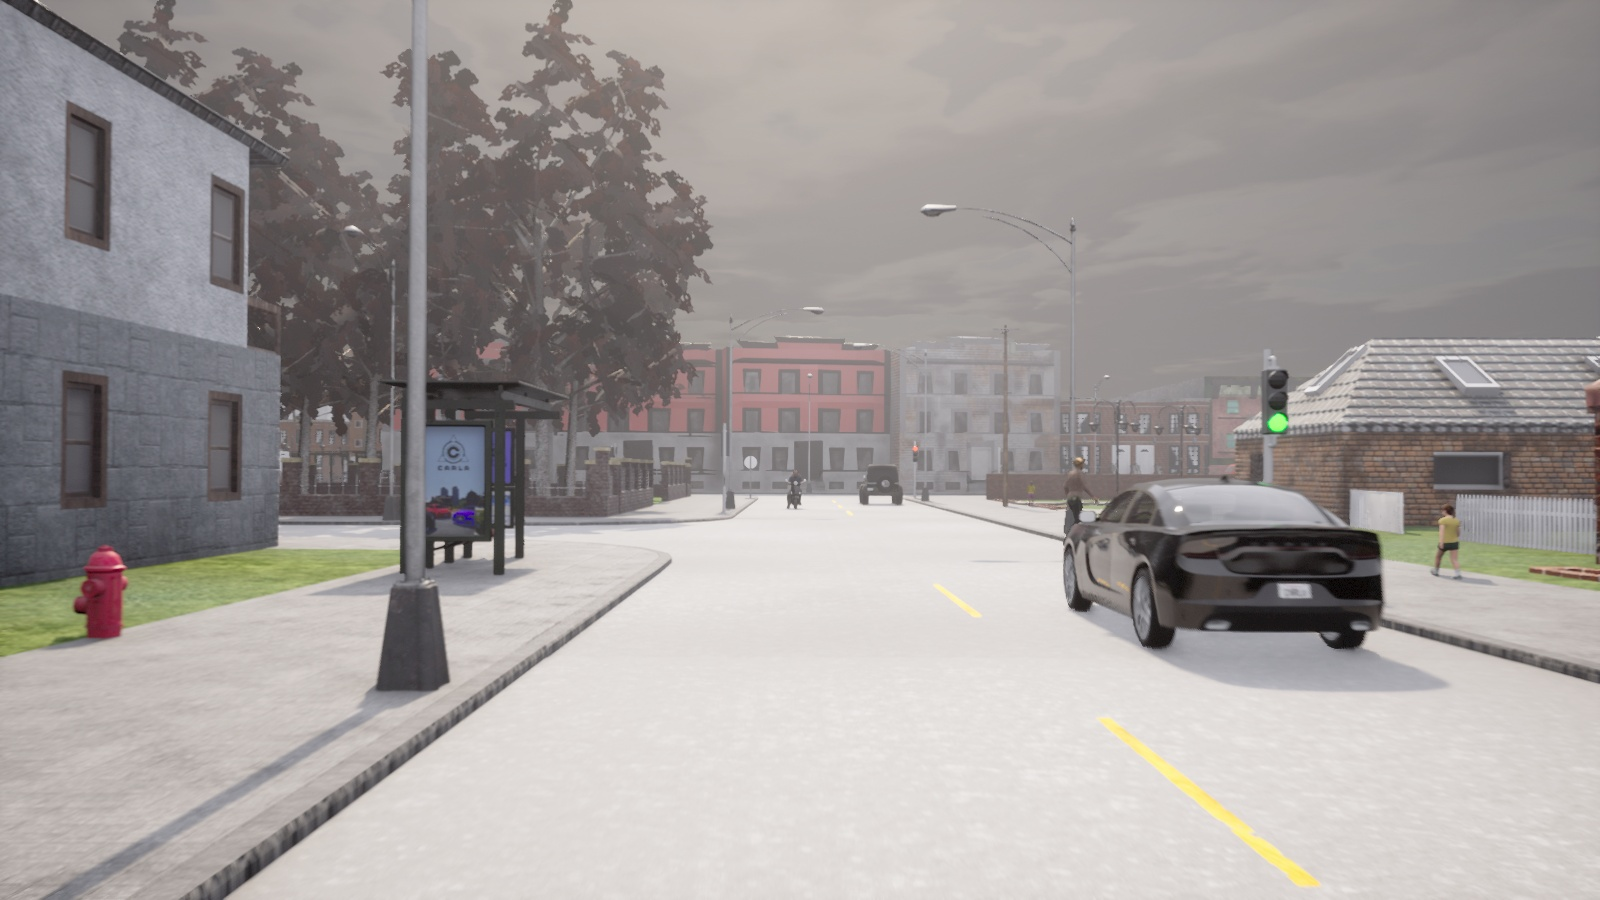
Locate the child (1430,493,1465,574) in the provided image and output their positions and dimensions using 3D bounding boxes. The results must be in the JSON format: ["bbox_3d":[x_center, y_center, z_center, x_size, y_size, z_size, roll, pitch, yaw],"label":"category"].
[{"bbox_3d":[9.051,1.162,17.560,0.255,1.110,0.394,0,-1,-1],"label":"child"}]

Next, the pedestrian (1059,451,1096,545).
[{"bbox_3d":[5.512,0.943,24.944,0.634,1.846,0.331,0,-1,-20],"label":"pedestrian"}]

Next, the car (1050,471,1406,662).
[{"bbox_3d":[3.968,0.989,12.697,1.882,1.535,5.008,0,-1,0],"label":"car"}]

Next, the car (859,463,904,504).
[{"bbox_3d":[3.849,1.597,59.860,1.905,1.878,3.866,0,-1,0],"label":"car"}]

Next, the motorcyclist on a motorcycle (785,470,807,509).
[{"bbox_3d":[-0.175,1.641,52.107,0.866,1.590,1.817,0,-1,-1],"label":"motorcyclist on a motorcycle"}]
